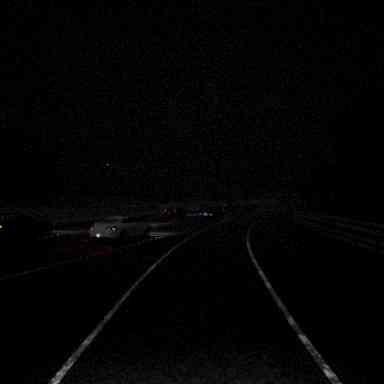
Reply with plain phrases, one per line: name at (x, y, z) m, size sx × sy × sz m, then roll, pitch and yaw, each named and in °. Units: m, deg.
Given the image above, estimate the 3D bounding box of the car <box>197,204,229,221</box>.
car at (2.267, 2.451, 37.534) m, size 2.033 × 1.411 × 5.357 m, roll -1°, pitch -1°, yaw 20°

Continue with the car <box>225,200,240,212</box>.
car at (7.572, 2.601, 62.459) m, size 2.150 × 2.045 × 5.566 m, roll -1°, pitch -1°, yaw 20°

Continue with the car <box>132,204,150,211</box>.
car at (-11.128, 3.307, 72.481) m, size 1.895 × 1.301 × 4.718 m, roll -1°, pitch -1°, yaw 20°

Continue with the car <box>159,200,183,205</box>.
car at (-4.390, 2.851, 70.543) m, size 2.150 × 2.045 × 5.566 m, roll -1°, pitch -1°, yaw 20°

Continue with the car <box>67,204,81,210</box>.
car at (-19.936, 2.987, 58.515) m, size 1.837 × 1.490 × 4.892 m, roll -1°, pitch -1°, yaw 20°

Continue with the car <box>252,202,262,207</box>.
car at (17.806, 3.447, 90.698) m, size 1.812 × 1.442 × 4.674 m, roll -1°, pitch -1°, yaw 20°

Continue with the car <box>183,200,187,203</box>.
car at (-2.417, 3.168, 86.265) m, size 2.150 × 2.045 × 5.566 m, roll -1°, pitch -1°, yaw 20°

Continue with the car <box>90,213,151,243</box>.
car at (-4.166, 2.109, 19.779) m, size 1.812 × 1.442 × 4.674 m, roll -1°, pitch -1°, yaw 20°

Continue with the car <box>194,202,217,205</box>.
car at (2.329, 2.470, 47.986) m, size 2.097 × 1.767 × 4.553 m, roll -1°, pitch -1°, yaw 20°

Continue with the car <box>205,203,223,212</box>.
car at (4.265, 2.917, 63.602) m, size 2.128 × 1.511 × 4.902 m, roll -1°, pitch -1°, yaw 20°

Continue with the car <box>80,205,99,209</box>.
car at (-16.498, 2.938, 57.751) m, size 2.128 × 1.511 × 4.902 m, roll -1°, pitch -1°, yaw 20°

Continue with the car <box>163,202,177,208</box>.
car at (-5.751, 3.465, 87.324) m, size 1.882 × 1.535 × 5.008 m, roll -1°, pitch -1°, yaw 20°

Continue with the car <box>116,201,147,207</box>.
car at (-9.857, 2.577, 55.565) m, size 2.150 × 2.045 × 5.566 m, roll -1°, pitch -1°, yaw 21°

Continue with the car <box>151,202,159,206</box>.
car at (-7.770, 3.208, 71.478) m, size 2.033 × 1.411 × 5.357 m, roll -1°, pitch -1°, yaw 20°

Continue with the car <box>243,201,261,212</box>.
car at (10.847, 2.824, 61.220) m, size 2.128 × 1.511 × 4.902 m, roll -1°, pitch -1°, yaw 20°

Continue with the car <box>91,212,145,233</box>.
car at (-5.610, 2.322, 26.064) m, size 1.895 × 1.301 × 4.718 m, roll -1°, pitch -1°, yaw 20°

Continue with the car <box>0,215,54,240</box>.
car at (-11.054, 2.187, 21.316) m, size 1.812 × 1.442 × 4.674 m, roll -1°, pitch -1°, yaw 20°

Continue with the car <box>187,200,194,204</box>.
car at (0.991, 3.379, 85.387) m, size 1.882 × 1.535 × 5.008 m, roll -1°, pitch -1°, yaw 20°

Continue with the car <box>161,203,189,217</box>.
car at (-2.169, 2.630, 45.838) m, size 1.812 × 1.442 × 4.674 m, roll -1°, pitch -1°, yaw 20°

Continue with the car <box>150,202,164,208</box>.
car at (-9.188, 3.518, 88.111) m, size 1.837 × 1.490 × 4.892 m, roll -1°, pitch -1°, yaw 20°

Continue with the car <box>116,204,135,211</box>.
car at (-14.563, 3.346, 73.273) m, size 1.895 × 1.301 × 4.718 m, roll -1°, pitch -1°, yaw 20°

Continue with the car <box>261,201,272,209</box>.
car at (17.000, 3.200, 78.201) m, size 1.994 × 1.385 × 4.181 m, roll -1°, pitch -1°, yaw 20°

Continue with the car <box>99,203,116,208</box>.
car at (-13.148, 2.754, 56.744) m, size 2.097 × 1.767 × 4.553 m, roll -1°, pitch -1°, yaw 20°
